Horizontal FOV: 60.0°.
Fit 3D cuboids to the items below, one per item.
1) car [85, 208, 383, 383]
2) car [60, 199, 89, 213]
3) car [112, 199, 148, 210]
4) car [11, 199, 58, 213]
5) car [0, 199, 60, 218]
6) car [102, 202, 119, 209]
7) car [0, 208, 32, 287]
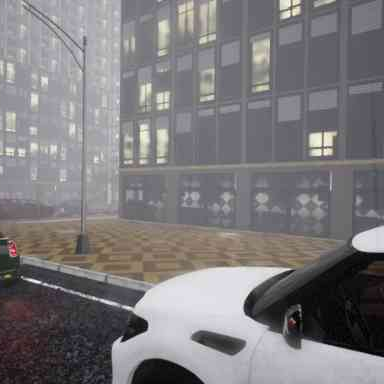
[{"bbox_3d":[1.900,1.222,2.327,5.566,2.045,2.150,0,0,36],"label":"car"},{"bbox_3d":[-14.871,1.687,40.300,1.837,1.490,4.892,1,0,37],"label":"car"},{"bbox_3d":[-8.938,1.761,48.354,2.128,1.511,4.902,1,0,36],"label":"car"},{"bbox_3d":[-18.652,1.641,39.547,1.752,1.417,4.829,1,0,36],"label":"car"},{"bbox_3d":[-15.139,1.518,30.178,2.192,1.841,5.009,1,0,36],"label":"car"},{"bbox_3d":[-8.357,1.828,39.400,1.752,1.417,4.829,1,0,36],"label":"car"},{"bbox_3d":[-6.177,1.348,8.062,4.553,1.767,2.097,0,0,35],"label":"car"}]
